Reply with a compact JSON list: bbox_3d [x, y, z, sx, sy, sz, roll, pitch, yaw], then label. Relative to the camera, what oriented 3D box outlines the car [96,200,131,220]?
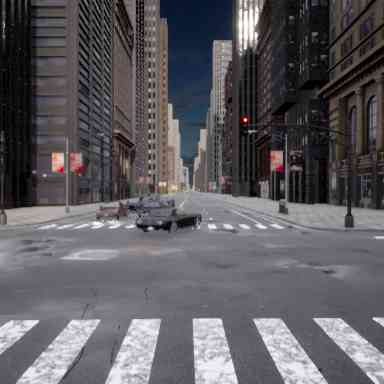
[{"bbox_3d":[-6.653,1.509,27.984,1.812,1.442,4.674,0,0,0],"label":"car"}]

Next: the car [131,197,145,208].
[{"bbox_3d":[-6.673,1.576,37.092,1.895,1.301,4.718,0,0,0],"label":"car"}]

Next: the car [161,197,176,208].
[{"bbox_3d":[-3.452,1.508,49.712,2.033,1.411,5.357,0,0,0],"label":"car"}]

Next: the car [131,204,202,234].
[{"bbox_3d":[-1.176,1.579,19.088,1.895,1.301,4.718,0,0,26],"label":"car"}]

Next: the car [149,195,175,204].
[{"bbox_3d":[-3.424,1.464,39.160,2.128,1.511,4.902,0,0,0],"label":"car"}]

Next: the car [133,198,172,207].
[{"bbox_3d":[-3.381,1.529,29.420,2.033,1.411,5.357,0,0,4],"label":"car"}]

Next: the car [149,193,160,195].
[{"bbox_3d":[-6.677,1.168,57.782,2.150,2.045,5.566,0,0,1],"label":"car"}]

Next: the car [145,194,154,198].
[{"bbox_3d":[-6.693,1.469,47.332,1.837,1.490,4.892,0,0,0],"label":"car"}]
